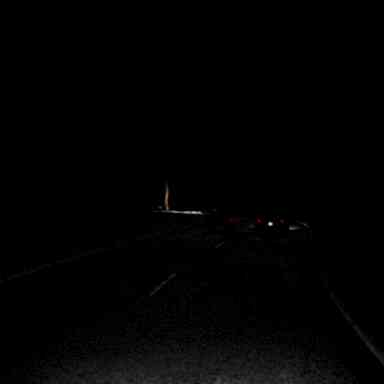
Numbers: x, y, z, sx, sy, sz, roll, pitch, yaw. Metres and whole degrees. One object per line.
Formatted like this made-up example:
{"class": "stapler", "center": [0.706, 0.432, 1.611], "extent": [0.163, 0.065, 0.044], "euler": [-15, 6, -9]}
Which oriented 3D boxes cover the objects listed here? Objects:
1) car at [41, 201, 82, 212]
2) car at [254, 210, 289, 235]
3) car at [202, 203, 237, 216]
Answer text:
{"class": "car", "center": [-15.905, 1.870, 40.839], "extent": [4.892, 1.490, 1.837], "euler": [1, -1, -19]}
{"class": "car", "center": [5.049, 1.835, 20.957], "extent": [1.994, 1.385, 4.181], "euler": [0, -1, 16]}
{"class": "car", "center": [3.160, 2.015, 39.292], "extent": [2.128, 1.511, 4.902], "euler": [2, -2, -38]}
